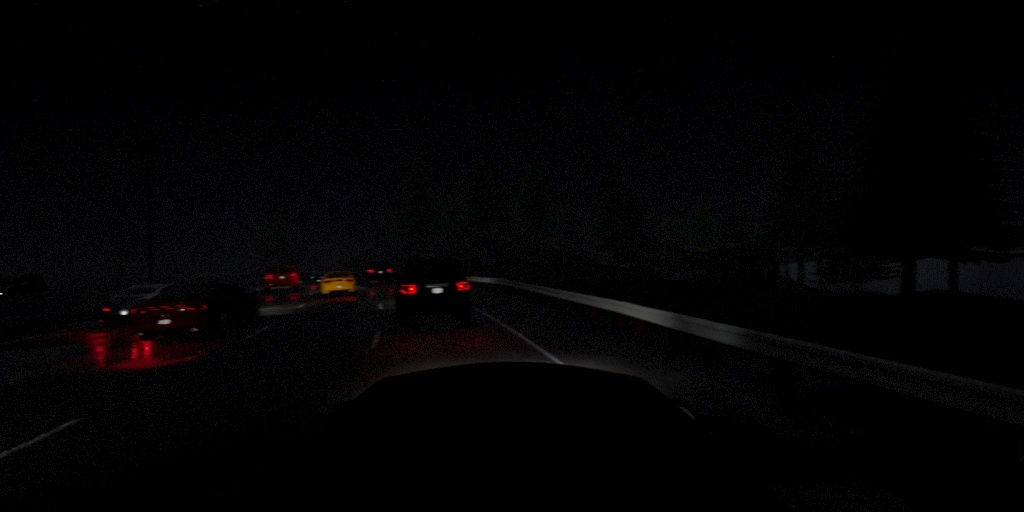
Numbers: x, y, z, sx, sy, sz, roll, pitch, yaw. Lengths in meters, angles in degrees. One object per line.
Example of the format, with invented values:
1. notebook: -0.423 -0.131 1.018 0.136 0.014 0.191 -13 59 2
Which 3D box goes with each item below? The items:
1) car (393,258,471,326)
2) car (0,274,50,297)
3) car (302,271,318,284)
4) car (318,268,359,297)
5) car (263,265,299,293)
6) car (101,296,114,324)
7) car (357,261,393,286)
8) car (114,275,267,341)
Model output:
1. car: -2.951 1.110 12.706 2.150 2.045 5.566 -2 0 -18
2. car: -30.702 2.189 21.676 2.150 2.045 5.566 -2 0 -34
3. car: -20.861 2.233 37.920 1.895 1.301 4.718 -2 0 -38
4. car: -11.375 1.713 23.408 1.882 1.535 5.008 -2 0 -27
5. car: -18.477 1.740 28.764 2.150 2.045 5.566 -2 0 -33
6. car: -15.208 1.888 15.334 1.812 1.442 4.674 -2 0 -23
7. car: -12.496 1.521 32.347 2.150 2.045 5.566 -2 0 -33
8. car: -10.099 1.637 11.876 1.882 1.535 5.008 -2 0 -20
